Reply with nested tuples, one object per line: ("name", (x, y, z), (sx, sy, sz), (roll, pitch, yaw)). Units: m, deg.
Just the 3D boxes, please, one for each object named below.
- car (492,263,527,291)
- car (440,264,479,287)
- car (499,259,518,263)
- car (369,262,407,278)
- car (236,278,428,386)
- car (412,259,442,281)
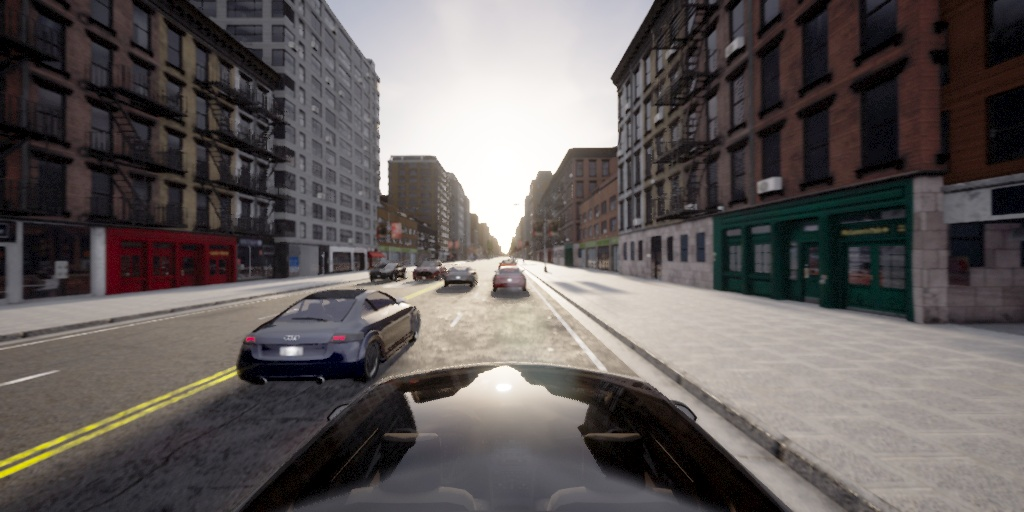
("car", (-0.156, 1.305, 21.883), (1.994, 1.385, 4.181), (0, 0, -1))
("car", (-3.436, 1.330, 24.698), (1.994, 1.385, 4.181), (0, 0, -1))
("car", (-0.399, 1.091, 39.613), (2.097, 1.767, 4.553), (0, 0, -1))
("car", (-10.207, 1.297, 29.863), (1.882, 1.535, 5.008), (0, 0, -1))
("car", (-3.201, 1.336, 7.169), (1.994, 1.385, 4.181), (0, 0, -1))
("car", (-6.965, 1.145, 30.503), (2.097, 1.767, 4.553), (0, 0, -1))
